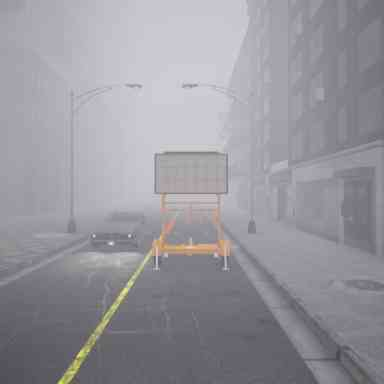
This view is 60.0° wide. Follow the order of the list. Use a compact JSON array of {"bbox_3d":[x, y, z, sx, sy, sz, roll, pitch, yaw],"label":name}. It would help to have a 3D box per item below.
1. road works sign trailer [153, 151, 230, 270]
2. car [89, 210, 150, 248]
[{"bbox_3d":[-0.023,0.467,11.022,2.380,3.560,2.880,0,0,0],"label":"road works sign trailer"},{"bbox_3d":[-3.030,1.552,15.128,2.033,1.411,5.357,0,0,0],"label":"car"}]
